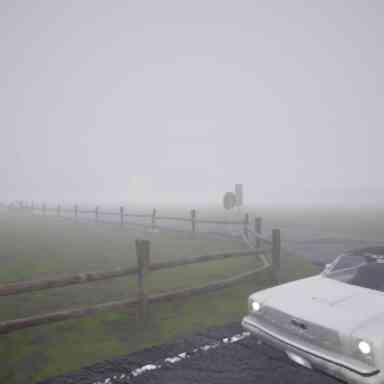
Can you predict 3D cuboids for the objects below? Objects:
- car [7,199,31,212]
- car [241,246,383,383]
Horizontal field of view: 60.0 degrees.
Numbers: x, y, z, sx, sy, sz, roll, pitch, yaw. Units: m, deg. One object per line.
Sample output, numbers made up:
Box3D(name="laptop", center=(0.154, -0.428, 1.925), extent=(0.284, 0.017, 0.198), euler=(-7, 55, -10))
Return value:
Box3D(name="car", center=(-24.260, 1.877, 46.817), extent=(2.097, 1.767, 4.553), euler=(0, -1, -44))
Box3D(name="car", center=(3.012, 1.595, 5.068), extent=(4.718, 1.301, 1.895), euler=(0, 0, -35))
